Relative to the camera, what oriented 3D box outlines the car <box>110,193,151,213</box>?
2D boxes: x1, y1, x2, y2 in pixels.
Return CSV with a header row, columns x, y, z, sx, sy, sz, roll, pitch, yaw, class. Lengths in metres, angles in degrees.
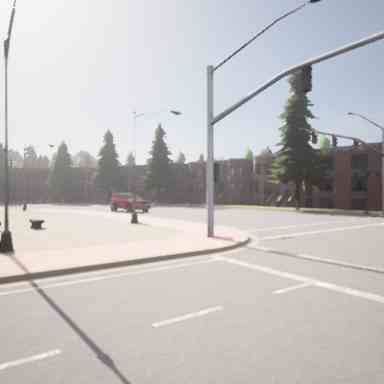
x,y,z,sx,sy,sz,roll,pitch,yaw,class
-6.753,1.130,35.945,2.150,2.045,5.566,0,0,-43,car
